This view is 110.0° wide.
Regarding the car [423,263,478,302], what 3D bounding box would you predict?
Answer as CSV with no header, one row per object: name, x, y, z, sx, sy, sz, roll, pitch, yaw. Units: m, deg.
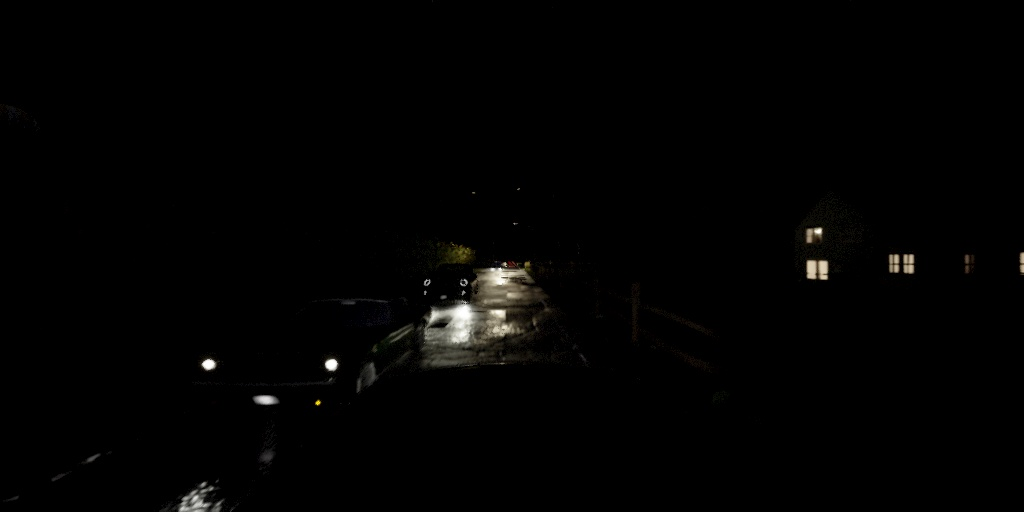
car,-2.849,1.139,17.302,2.097,1.767,4.553,0,0,0

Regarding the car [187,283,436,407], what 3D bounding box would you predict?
car,-2.846,1.361,6.352,1.895,1.301,4.718,0,0,0
